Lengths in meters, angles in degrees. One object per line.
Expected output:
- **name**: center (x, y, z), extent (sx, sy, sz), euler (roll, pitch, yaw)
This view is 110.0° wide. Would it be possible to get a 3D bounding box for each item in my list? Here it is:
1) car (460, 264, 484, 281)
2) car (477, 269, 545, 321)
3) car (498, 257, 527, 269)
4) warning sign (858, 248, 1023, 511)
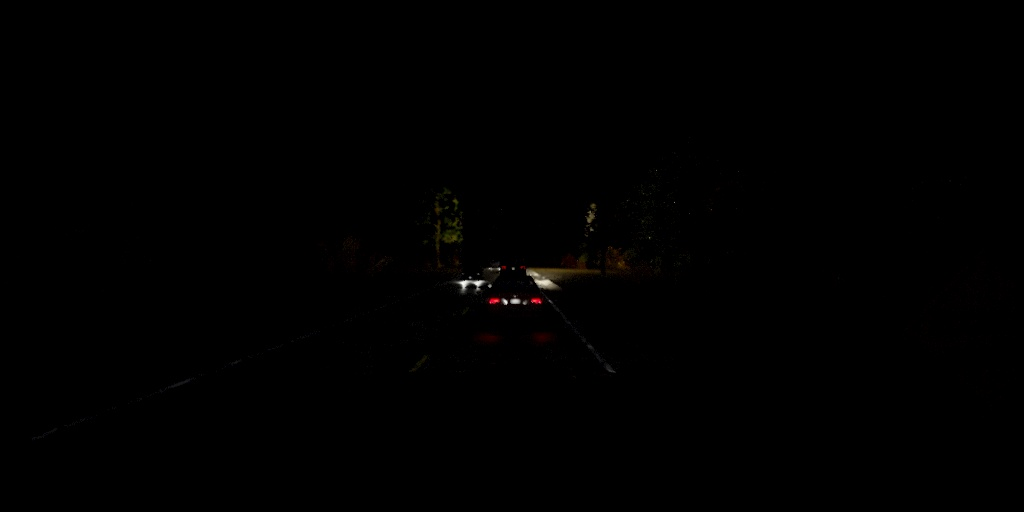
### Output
- **car**: center (-3.590, 1.490, 33.534), extent (2.033, 1.411, 5.357), euler (0, 0, 0)
- **car**: center (0.099, 1.361, 12.742), extent (2.033, 1.411, 5.357), euler (0, 0, 0)
- **car**: center (0.107, 1.153, 31.886), extent (2.150, 2.045, 5.566), euler (0, 0, 0)
- **warning sign**: center (3.551, 0.871, 2.695), extent (1.300, 1.860, 1.060), euler (0, 0, 0)
